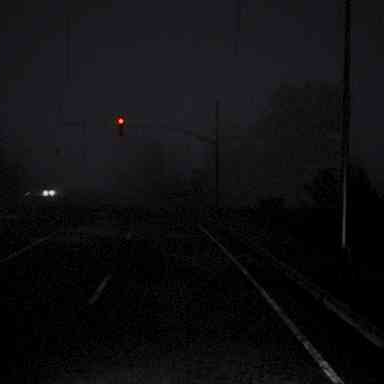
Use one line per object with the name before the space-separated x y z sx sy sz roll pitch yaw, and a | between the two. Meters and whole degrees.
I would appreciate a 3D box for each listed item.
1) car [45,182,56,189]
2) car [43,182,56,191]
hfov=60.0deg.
car | -32.594 -1.624 76.761 2.128 1.511 4.902 -1 3 -22
car | -26.421 -0.959 61.679 2.128 1.511 4.902 -1 3 -22
